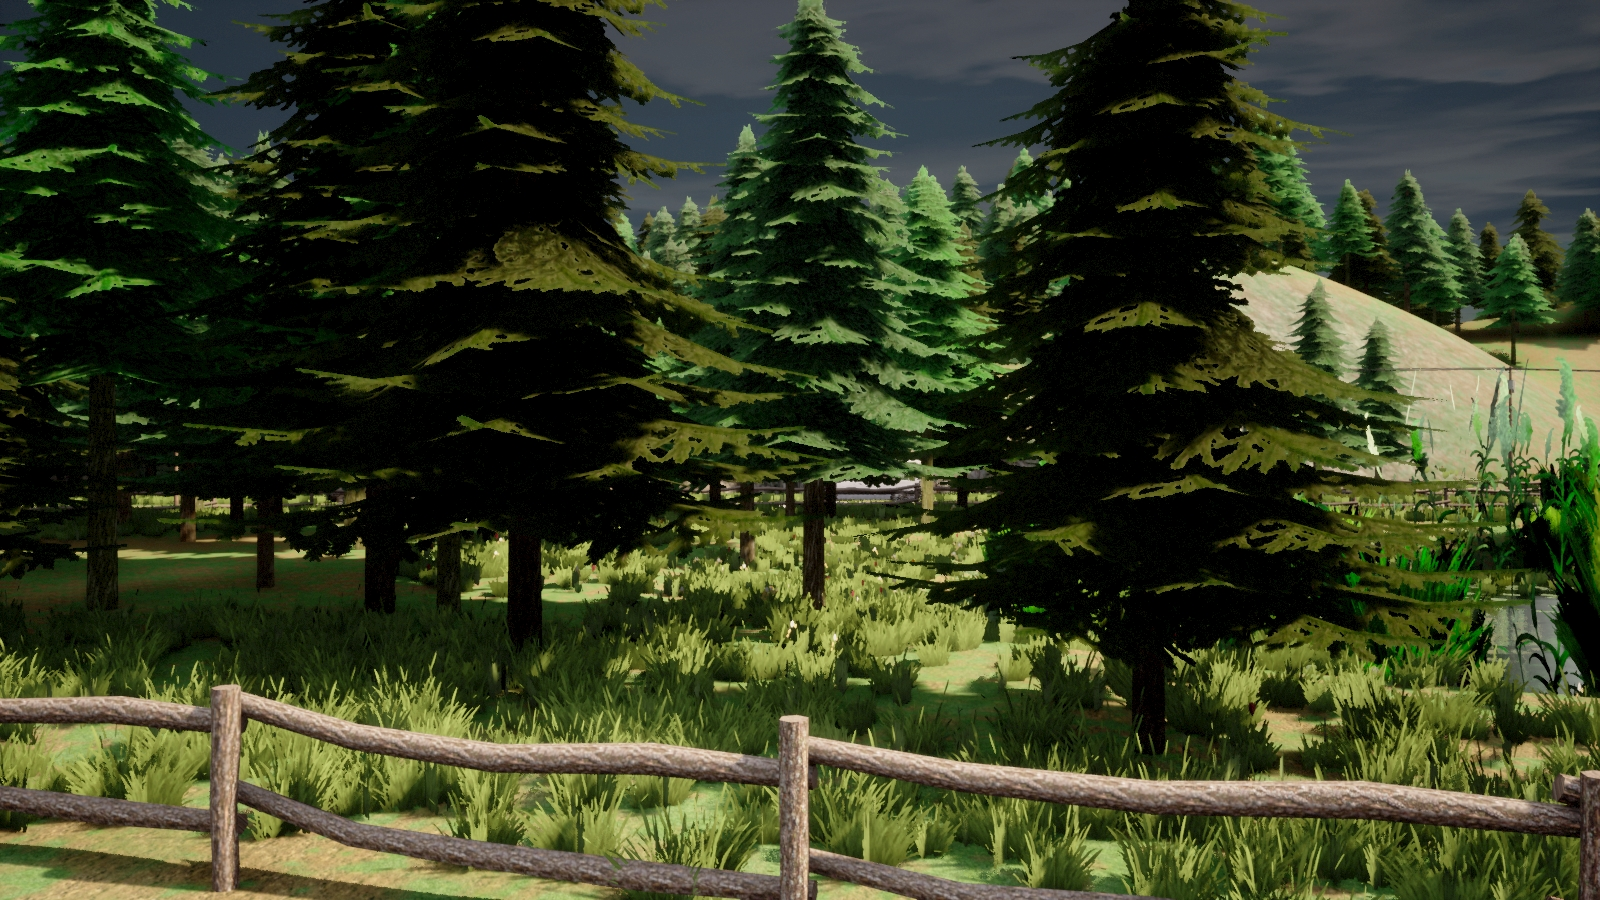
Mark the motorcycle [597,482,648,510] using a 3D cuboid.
[{"bbox_3d":[-8.417,2.178,54.101,2.209,1.251,0.867,0,0,14],"label":"motorcycle"}]
